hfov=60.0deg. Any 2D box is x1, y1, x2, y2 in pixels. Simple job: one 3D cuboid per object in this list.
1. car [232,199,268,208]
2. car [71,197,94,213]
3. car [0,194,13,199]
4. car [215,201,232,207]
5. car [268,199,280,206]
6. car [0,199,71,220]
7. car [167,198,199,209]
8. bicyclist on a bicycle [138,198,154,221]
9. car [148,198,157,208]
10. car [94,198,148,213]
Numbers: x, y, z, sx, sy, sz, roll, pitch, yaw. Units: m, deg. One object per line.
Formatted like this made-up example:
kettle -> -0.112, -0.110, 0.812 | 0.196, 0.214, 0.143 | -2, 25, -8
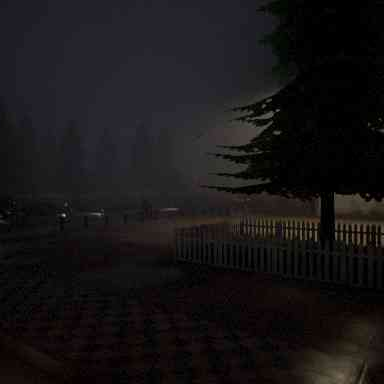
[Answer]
car -> 8.414, 1.221, 47.443 | 2.150, 2.045, 5.566 | 0, 0, 36
car -> -12.570, 1.352, 36.448 | 2.097, 1.767, 4.553 | 0, 0, 36
car -> -18.174, 1.222, 28.597 | 2.150, 2.045, 5.566 | 0, 0, 35
car -> 5.147, 1.564, 48.961 | 1.994, 1.385, 4.181 | 0, 0, 35
car -> 14.328, 1.547, 55.741 | 2.033, 1.411, 5.357 | 0, 0, 36
car -> -13.687, 1.547, 28.861 | 2.033, 1.411, 5.357 | 0, 0, 35
car -> -1.115, 1.548, 46.443 | 2.033, 1.411, 5.357 | 0, 0, 36
bicyclist on a bicycle -> -3.385, 1.302, 24.388 | 1.656, 1.620, 0.582 | 0, 0, 36
car -> -6.621, 1.526, 44.779 | 1.812, 1.442, 4.674 | 0, 0, 36
car -> -7.838, 1.547, 37.055 | 2.033, 1.411, 5.357 | 0, 0, 35
